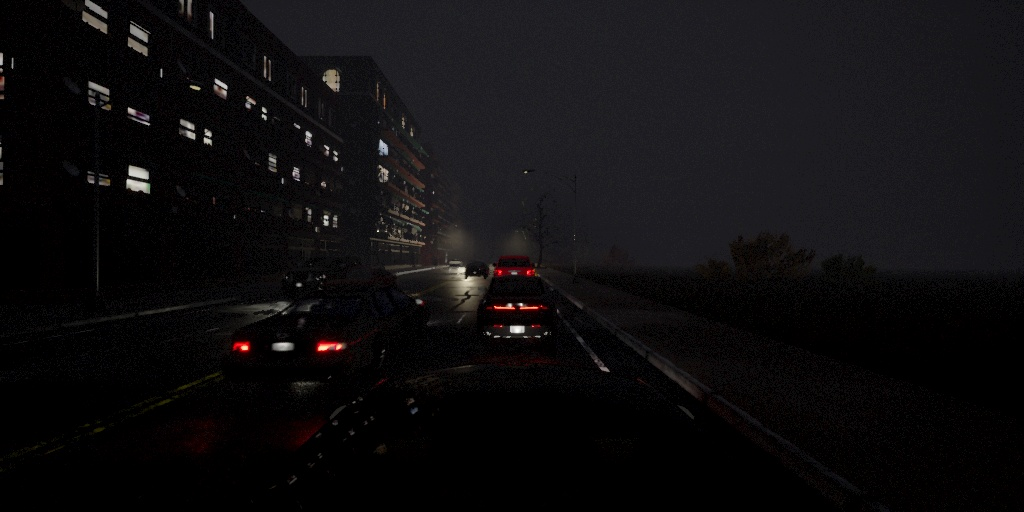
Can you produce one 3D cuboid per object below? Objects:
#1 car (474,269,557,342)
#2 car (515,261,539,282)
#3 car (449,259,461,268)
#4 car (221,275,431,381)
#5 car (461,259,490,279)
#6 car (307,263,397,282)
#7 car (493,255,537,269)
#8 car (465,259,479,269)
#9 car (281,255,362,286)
[{"bbox_3d":[0.108,1.256,9.761,1.837,1.490,4.892,0,0,0],"label":"car"},{"bbox_3d":[1.162,1.209,30.516,1.801,1.575,5.366,0,0,0],"label":"car"},{"bbox_3d":[-9.766,1.278,62.516,1.812,1.442,4.674,0,0,0],"label":"car"},{"bbox_3d":[-3.147,1.298,7.439,2.033,1.411,5.357,0,0,0],"label":"car"},{"bbox_3d":[-3.124,1.232,32.740,1.882,1.535,5.008,0,0,0],"label":"car"},{"bbox_3d":[-6.588,1.230,15.842,1.882,1.535,5.008,0,0,0],"label":"car"},{"bbox_3d":[0.115,0.975,20.109,2.150,2.045,5.566,0,0,0],"label":"car"},{"bbox_3d":[-6.536,1.278,58.850,1.812,1.442,4.674,0,0,0],"label":"car"},{"bbox_3d":[-9.833,0.974,19.311,2.150,2.045,5.566,0,0,0],"label":"car"}]
